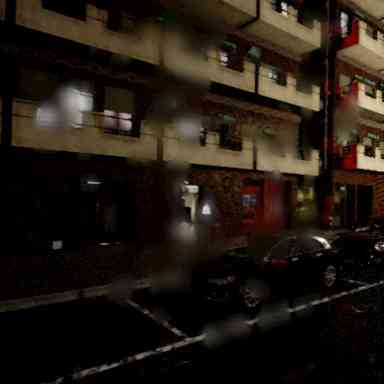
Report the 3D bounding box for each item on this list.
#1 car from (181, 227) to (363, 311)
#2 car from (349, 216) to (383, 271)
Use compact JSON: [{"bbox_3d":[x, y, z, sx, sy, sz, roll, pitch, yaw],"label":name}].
[{"bbox_3d":[1.803,1.611,7.827,4.403,1.369,2.008,1,1,-35],"label":"car"},{"bbox_3d":[6.321,1.557,11.047,4.097,1.590,1.967,1,1,-35],"label":"car"}]
